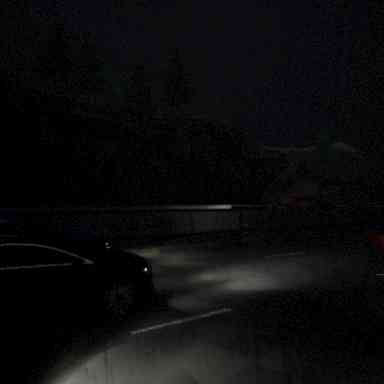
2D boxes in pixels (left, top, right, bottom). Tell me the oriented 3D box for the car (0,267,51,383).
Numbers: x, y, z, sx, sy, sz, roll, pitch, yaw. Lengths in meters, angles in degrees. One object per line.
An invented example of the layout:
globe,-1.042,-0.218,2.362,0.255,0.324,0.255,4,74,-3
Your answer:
car,-3.541,1.522,1.188,5.357,1.411,2.033,1,0,-36

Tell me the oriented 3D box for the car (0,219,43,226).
car,-4.639,1.467,8.919,5.008,1.535,1.882,1,0,-35

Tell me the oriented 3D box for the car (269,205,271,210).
car,12.063,1.731,42.071,4.892,1.490,1.837,1,0,-22

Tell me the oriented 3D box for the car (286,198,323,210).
car,12.691,1.685,34.731,5.008,1.535,1.882,0,0,-24

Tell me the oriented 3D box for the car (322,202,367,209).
car,15.324,1.820,32.096,4.718,1.301,1.895,1,0,-23

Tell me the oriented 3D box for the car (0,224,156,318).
car,-3.002,1.484,5.793,4.902,1.511,2.128,1,0,-35

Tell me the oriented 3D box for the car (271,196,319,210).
car,12.363,1.435,38.439,5.566,2.045,2.150,0,0,-23
